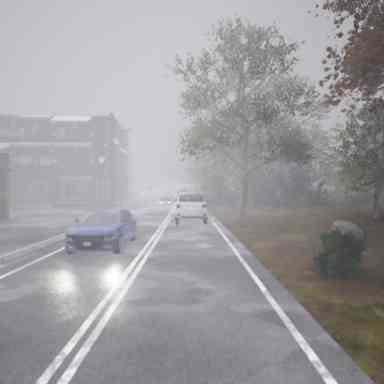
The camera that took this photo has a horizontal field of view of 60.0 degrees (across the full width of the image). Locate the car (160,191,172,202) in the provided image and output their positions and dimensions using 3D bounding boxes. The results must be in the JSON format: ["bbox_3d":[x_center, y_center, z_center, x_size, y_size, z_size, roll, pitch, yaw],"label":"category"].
[{"bbox_3d":[-4.541,0.948,57.751,1.812,1.442,4.674,0,1,-2],"label":"car"}]

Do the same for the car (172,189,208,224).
[{"bbox_3d":[-0.097,1.046,23.496,2.150,2.045,5.566,0,0,-1],"label":"car"}]

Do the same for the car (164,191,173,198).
[{"bbox_3d":[-5.246,0.581,73.480,1.837,1.490,4.892,0,1,-3],"label":"car"}]

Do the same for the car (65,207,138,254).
[{"bbox_3d":[-3.387,1.384,13.197,1.882,1.535,5.008,0,0,0],"label":"car"}]

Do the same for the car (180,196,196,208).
[{"bbox_3d":[-0.534,1.256,41.895,1.895,1.301,4.718,0,1,-2],"label":"car"}]
